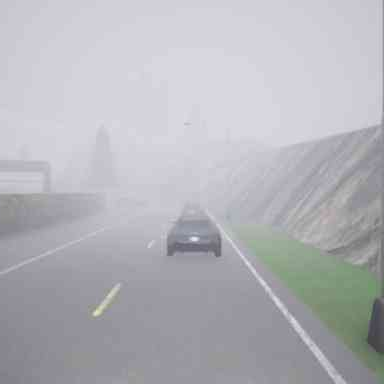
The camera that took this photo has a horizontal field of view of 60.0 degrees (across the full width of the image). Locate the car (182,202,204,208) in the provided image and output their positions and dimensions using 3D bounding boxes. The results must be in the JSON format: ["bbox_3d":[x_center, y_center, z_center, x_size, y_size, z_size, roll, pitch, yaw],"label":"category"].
[{"bbox_3d":[0.068,1.525,28.352,1.994,1.385,4.181,0,0,0],"label":"car"}]

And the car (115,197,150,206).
[{"bbox_3d":[-9.250,1.477,51.344,5.357,1.411,2.033,0,0,21],"label":"car"}]

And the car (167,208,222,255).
[{"bbox_3d":[0.080,1.546,13.173,1.994,1.385,4.181,0,0,0],"label":"car"}]
